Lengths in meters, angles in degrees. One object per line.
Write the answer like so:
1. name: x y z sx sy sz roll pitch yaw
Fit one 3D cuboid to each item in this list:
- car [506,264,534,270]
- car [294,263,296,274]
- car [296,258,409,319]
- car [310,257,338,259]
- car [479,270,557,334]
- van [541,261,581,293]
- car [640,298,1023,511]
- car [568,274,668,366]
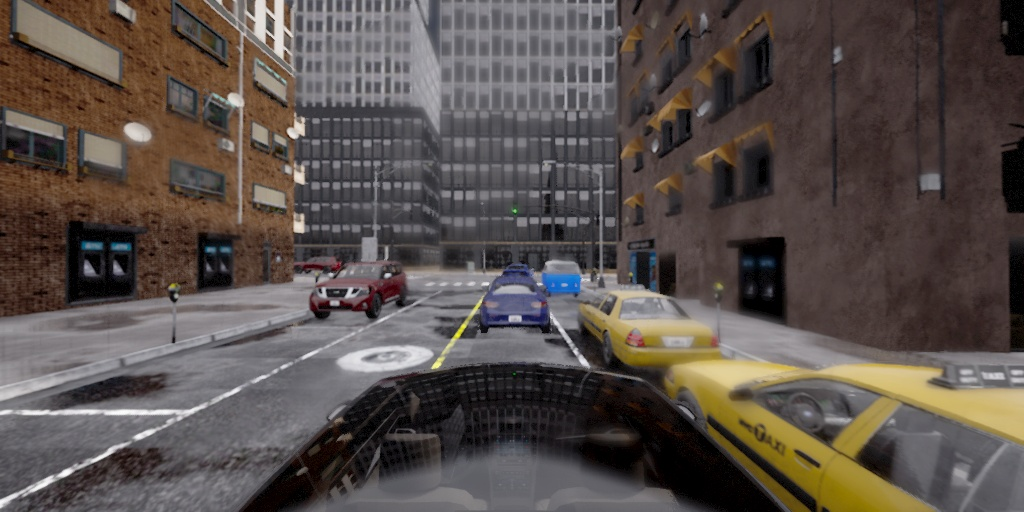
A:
1. car: 0.549 1.330 26.324 1.882 1.535 5.008 0 0 9
2. car: -20.928 1.198 30.711 4.207 1.307 1.802 0 0 0
3. car: -5.346 1.113 13.298 2.192 1.841 5.009 0 0 0
4. car: -20.996 1.009 38.850 5.009 1.841 2.192 0 0 0
5. car: 0.075 1.313 10.700 1.812 1.442 4.674 0 0 0
6. van: 2.516 1.163 18.962 1.690 1.789 3.998 0 0 0
7. car: 2.569 1.277 2.212 1.751 1.417 4.829 0 0 0
8. car: 2.552 1.300 7.852 1.751 1.417 4.829 0 0 0
